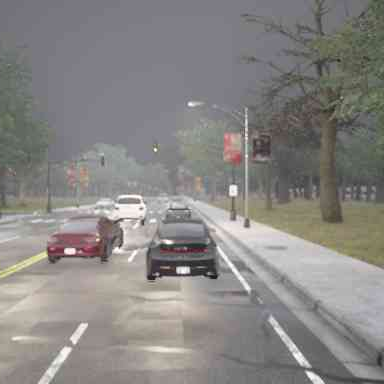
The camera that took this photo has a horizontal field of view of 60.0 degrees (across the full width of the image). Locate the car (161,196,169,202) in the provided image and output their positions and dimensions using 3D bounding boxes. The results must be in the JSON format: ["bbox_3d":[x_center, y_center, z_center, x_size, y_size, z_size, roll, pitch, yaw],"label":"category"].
[{"bbox_3d":[-7.111,1.766,86.533,1.882,1.535,5.008,0,0,-3],"label":"car"}]

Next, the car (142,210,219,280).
[{"bbox_3d":[-0.304,1.533,10.011,1.837,1.490,4.892,0,0,-3],"label":"car"}]

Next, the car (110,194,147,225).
[{"bbox_3d":[-4.575,1.292,24.967,2.150,2.045,5.566,0,0,-7],"label":"car"}]

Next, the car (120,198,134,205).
[{"bbox_3d":[-12.675,1.805,65.112,1.895,1.301,4.718,0,0,-2],"label":"car"}]

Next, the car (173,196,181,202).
[{"bbox_3d":[-3.827,1.687,85.846,2.128,1.511,4.902,0,0,-3],"label":"car"}]

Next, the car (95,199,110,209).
[{"bbox_3d":[-11.860,1.660,45.445,1.812,1.442,4.674,0,0,-2],"label":"car"}]

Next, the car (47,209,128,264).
[{"bbox_3d":[-3.649,1.559,11.950,1.812,1.442,4.674,0,0,-3],"label":"car"}]

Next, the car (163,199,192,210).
[{"bbox_3d":[-1.035,1.562,25.391,2.128,1.511,4.902,0,0,-2],"label":"car"}]

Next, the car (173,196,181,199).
[{"bbox_3d":[-3.357,1.780,75.441,2.033,1.411,5.357,0,0,-3],"label":"car"}]

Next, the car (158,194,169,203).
[{"bbox_3d":[-6.638,1.471,76.068,2.150,2.045,5.566,0,0,-3],"label":"car"}]

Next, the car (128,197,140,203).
[{"bbox_3d":[-13.116,1.810,75.420,1.895,1.301,4.718,0,0,-3],"label":"car"}]

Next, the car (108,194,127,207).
[{"bbox_3d":[-12.289,1.389,55.239,2.150,2.045,5.566,0,0,-2],"label":"car"}]
